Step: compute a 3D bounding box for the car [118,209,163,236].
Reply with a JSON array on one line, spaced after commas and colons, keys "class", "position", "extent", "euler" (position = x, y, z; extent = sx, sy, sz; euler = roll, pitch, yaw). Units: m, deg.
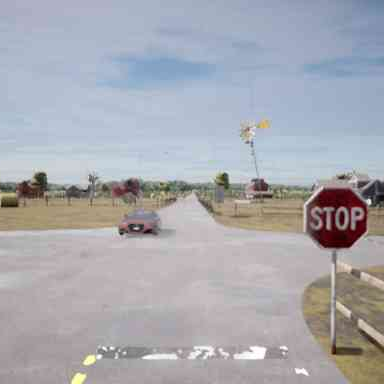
[{"class": "car", "position": [-2.729, 1.641, 18.324], "extent": [1.994, 1.385, 4.181], "euler": [1, -1, 0]}]

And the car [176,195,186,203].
[{"class": "car", "position": [-2.688, 1.771, 82.362], "extent": [2.150, 2.045, 5.566], "euler": [0, 0, 0]}]
